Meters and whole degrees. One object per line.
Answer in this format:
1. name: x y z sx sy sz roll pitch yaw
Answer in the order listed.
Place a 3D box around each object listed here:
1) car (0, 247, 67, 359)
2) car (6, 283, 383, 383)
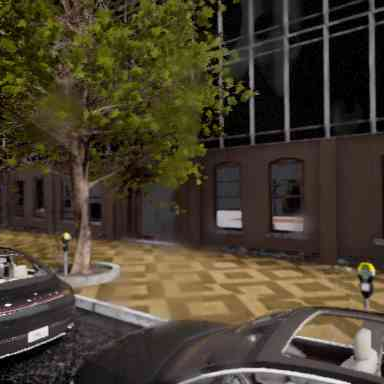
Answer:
1. car: -3.754 1.606 5.516 4.403 1.369 2.008 -1 0 35
2. car: 0.902 1.550 2.243 4.403 1.369 2.008 -1 0 35
